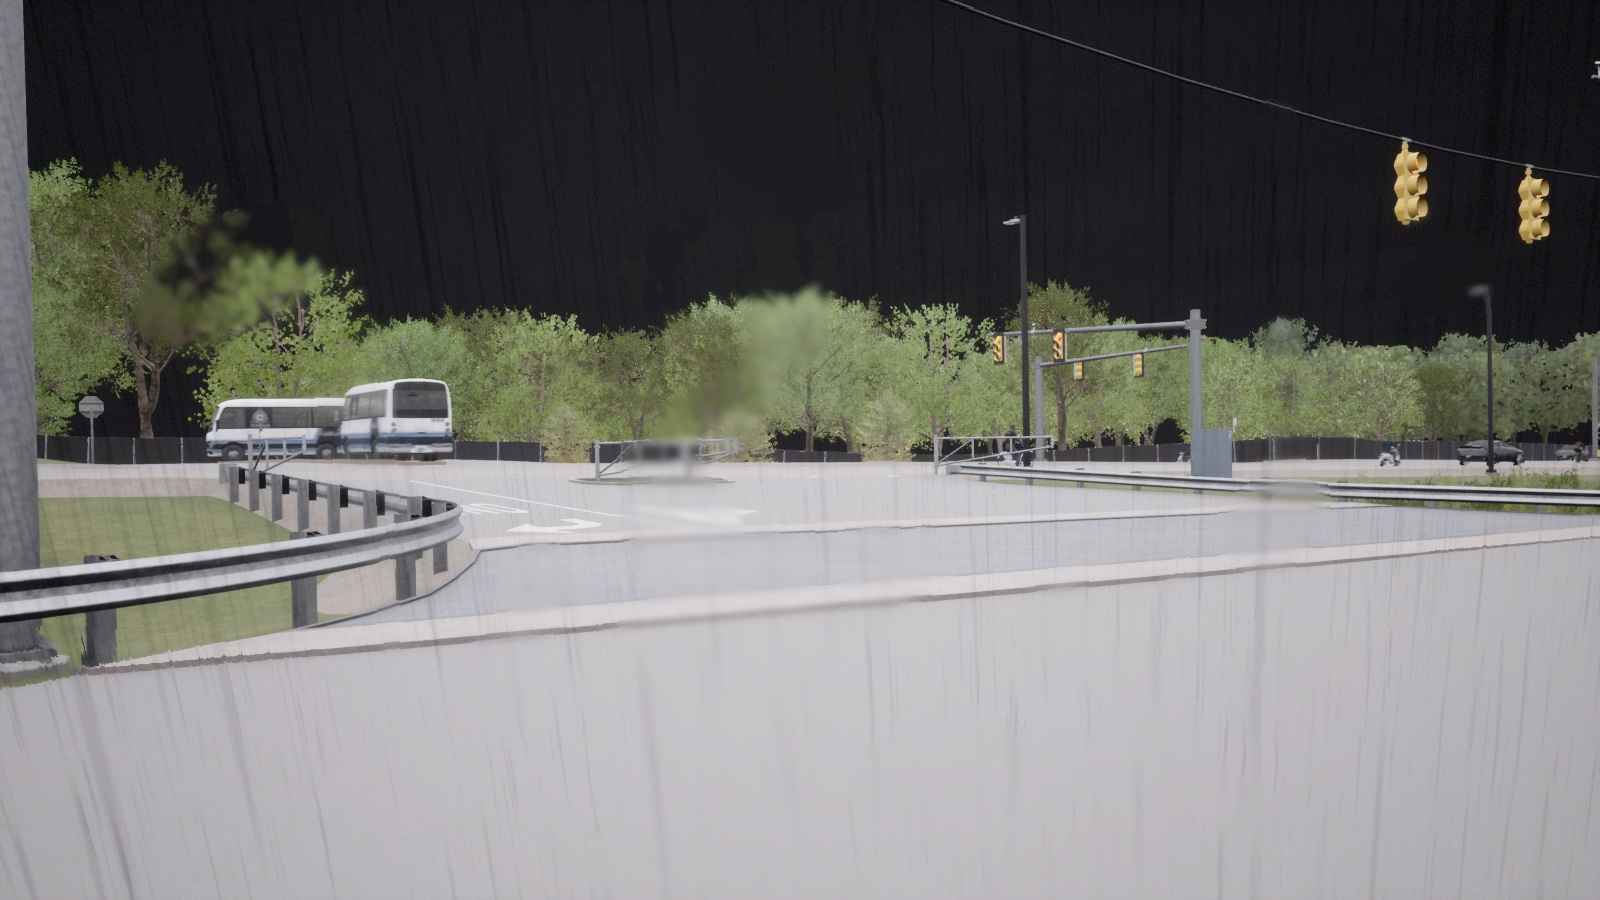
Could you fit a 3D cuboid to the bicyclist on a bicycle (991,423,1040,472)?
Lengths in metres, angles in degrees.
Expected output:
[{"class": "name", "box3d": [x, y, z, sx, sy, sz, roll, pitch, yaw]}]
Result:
[{"class": "bicyclist on a bicycle", "box3d": [8.009, -0.103, 46.572, 1.843, 1.776, 0.659, 0, 0, -34]}]

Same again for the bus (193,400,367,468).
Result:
[{"class": "bus", "box3d": [-34.257, -1.096, 82.837, 10.273, 4.253, 3.944, -1, 0, -27]}]

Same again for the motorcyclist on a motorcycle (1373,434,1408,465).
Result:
[{"class": "motorcyclist on a motorcycle", "box3d": [31.257, -0.024, 66.508, 1.817, 1.590, 0.866, 0, 0, -34]}]

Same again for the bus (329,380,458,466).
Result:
[{"class": "bus", "box3d": [-22.110, -1.343, 67.837, 3.944, 4.253, 10.273, -1, 0, -33]}]

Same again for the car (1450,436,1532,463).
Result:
[{"class": "car", "box3d": [39.773, -0.028, 72.264, 4.902, 1.511, 2.128, 0, 0, -34]}]
